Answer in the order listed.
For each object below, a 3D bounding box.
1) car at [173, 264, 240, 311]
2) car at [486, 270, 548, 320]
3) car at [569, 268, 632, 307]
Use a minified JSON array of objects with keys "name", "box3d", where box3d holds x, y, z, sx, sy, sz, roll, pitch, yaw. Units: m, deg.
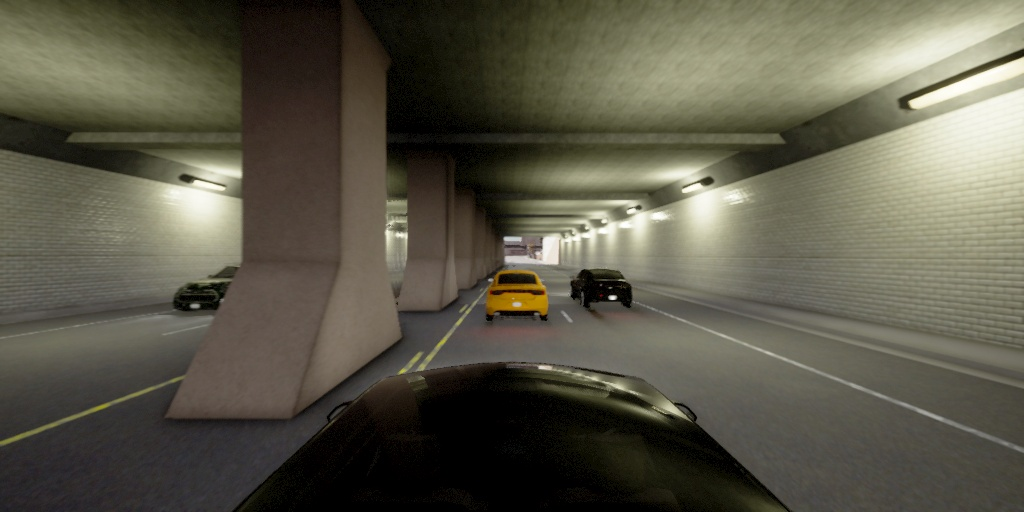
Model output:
[{"name":"car","box3d":[-10.542,1.083,14.183,2.097,1.767,4.553,0,0,0]},{"name":"car","box3d":[0.152,1.227,12.686,1.882,1.535,5.008,0,0,0]},{"name":"car","box3d":[3.669,1.261,15.444,1.837,1.490,4.892,0,0,0]}]
